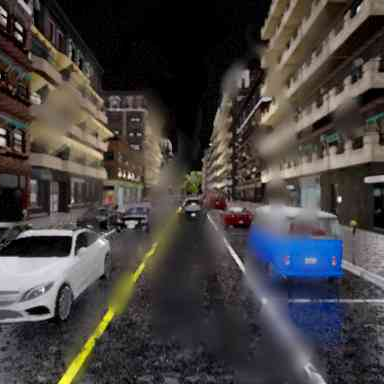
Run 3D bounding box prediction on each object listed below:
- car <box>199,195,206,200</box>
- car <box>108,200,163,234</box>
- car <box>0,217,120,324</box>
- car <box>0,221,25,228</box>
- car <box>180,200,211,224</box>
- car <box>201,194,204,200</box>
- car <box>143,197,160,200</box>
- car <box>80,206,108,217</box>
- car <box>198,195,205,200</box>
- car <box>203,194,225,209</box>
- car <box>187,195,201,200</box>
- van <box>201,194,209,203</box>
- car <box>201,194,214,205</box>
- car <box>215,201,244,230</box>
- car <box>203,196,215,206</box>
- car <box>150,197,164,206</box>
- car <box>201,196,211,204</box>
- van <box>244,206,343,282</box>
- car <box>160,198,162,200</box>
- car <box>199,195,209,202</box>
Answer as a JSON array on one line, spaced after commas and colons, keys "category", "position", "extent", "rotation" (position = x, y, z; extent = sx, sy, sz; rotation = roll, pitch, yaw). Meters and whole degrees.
[{"category": "car", "position": [2.717, 1.447, 87.588], "extent": [1.752, 1.417, 4.829], "rotation": [1, 0, 0]}, {"category": "car", "position": [-3.063, 1.473, 19.300], "extent": [2.128, 1.511, 4.902], "rotation": [0, 0, 0]}, {"category": "car", "position": [-3.062, 1.518, 7.264], "extent": [1.812, 1.442, 4.674], "rotation": [0, 0, 0]}, {"category": "car", "position": [-5.677, 1.557, 9.464], "extent": [1.947, 1.339, 4.313], "rotation": [1, 0, 0]}, {"category": "car", "position": [0.106, 1.540, 24.824], "extent": [1.994, 1.385, 4.181], "rotation": [0, 0, 0]}, {"category": "car", "position": [2.712, 1.274, 42.848], "extent": [2.192, 1.841, 5.009], "rotation": [1, 0, 0]}, {"category": "car", "position": [-5.672, 1.504, 42.891], "extent": [1.887, 1.381, 4.507], "rotation": [1, 0, 0]}, {"category": "car", "position": [-5.676, 1.546, 20.606], "extent": [1.947, 1.339, 4.313], "rotation": [1, 0, 0]}, {"category": "car", "position": [2.717, 1.499, 92.990], "extent": [1.802, 1.307, 4.206], "rotation": [1, 0, 0]}, {"category": "car", "position": [2.711, 1.279, 37.278], "extent": [2.192, 1.841, 5.009], "rotation": [1, 0, 0]}, {"category": "car", "position": [0.108, 1.461, 45.100], "extent": [1.837, 1.490, 4.892], "rotation": [0, 0, 0]}, {"category": "van", "position": [2.717, 1.276, 70.704], "extent": [1.690, 1.788, 3.998], "rotation": [1, 0, 0]}, {"category": "car", "position": [2.715, 1.260, 59.563], "extent": [2.192, 1.841, 5.009], "rotation": [1, 0, 0]}, {"category": "car", "position": [2.705, 1.525, 20.565], "extent": [1.887, 1.381, 4.507], "rotation": [1, 0, 0]}, {"category": "car", "position": [2.711, 1.475, 54.161], "extent": [1.752, 1.417, 4.829], "rotation": [1, 0, 0]}, {"category": "car", "position": [-5.670, 1.532, 54.033], "extent": [1.802, 1.307, 4.206], "rotation": [1, 0, 0]}, {"category": "car", "position": [2.713, 1.485, 65.134], "extent": [1.887, 1.381, 4.507], "rotation": [1, 0, 0]}, {"category": "van", "position": [2.705, 1.332, 9.424], "extent": [1.690, 1.788, 3.998], "rotation": [1, 0, 0]}, {"category": "car", "position": [-5.671, 1.536, 48.461], "extent": [1.802, 1.307, 4.206], "rotation": [1, 0, 0]}, {"category": "car", "position": [2.715, 1.481, 76.276], "extent": [2.008, 1.369, 4.403], "rotation": [1, 0, 0]}]
